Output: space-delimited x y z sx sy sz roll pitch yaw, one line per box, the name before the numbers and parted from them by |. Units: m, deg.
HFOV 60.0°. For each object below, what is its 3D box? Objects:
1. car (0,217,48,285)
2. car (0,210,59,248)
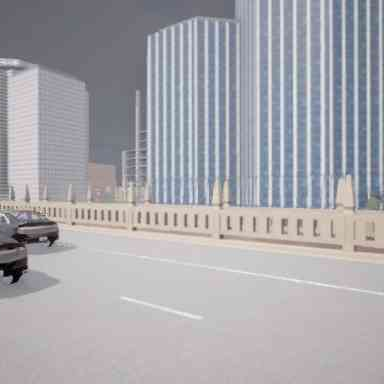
car | -6.021 1.498 8.289 4.902 1.511 2.128 0 0 36
car | -7.429 1.502 13.593 4.902 1.511 2.128 0 0 36
